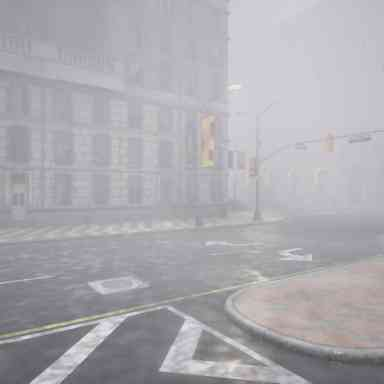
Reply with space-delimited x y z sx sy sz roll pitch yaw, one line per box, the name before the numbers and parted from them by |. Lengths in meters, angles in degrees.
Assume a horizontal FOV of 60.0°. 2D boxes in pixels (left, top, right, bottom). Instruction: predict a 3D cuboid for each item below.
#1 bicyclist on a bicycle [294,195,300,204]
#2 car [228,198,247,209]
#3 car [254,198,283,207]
bicyclist on a bicycle | 18.027 1.300 57.169 1.656 1.620 0.582 0 0 -35
car | 5.226 1.491 44.098 2.128 1.511 4.902 0 0 -35
car | 12.091 1.601 52.955 1.895 1.301 4.718 0 0 -34
